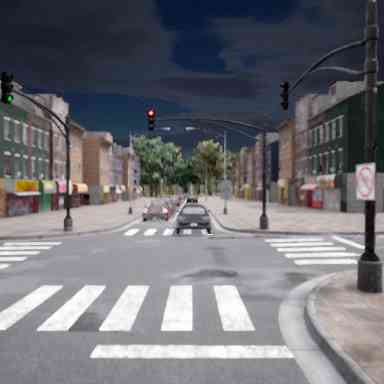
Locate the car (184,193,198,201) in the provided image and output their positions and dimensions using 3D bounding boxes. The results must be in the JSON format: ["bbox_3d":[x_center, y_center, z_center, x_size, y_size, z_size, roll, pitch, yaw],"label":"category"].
[{"bbox_3d":[0.046,1.293,56.373,1.882,1.535,5.008,0,0,0],"label":"car"}]

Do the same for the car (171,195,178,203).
[{"bbox_3d":[-2.650,1.325,31.044,1.967,1.590,4.097,-1,0,0],"label":"car"}]

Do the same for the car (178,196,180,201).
[{"bbox_3d":[-2.649,1.435,36.479,1.947,1.339,4.313,-1,0,0],"label":"car"}]

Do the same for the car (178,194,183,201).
[{"bbox_3d":[-2.651,1.383,47.348,1.887,1.381,4.507,-1,0,0],"label":"car"}]

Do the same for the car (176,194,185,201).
[{"bbox_3d":[-2.654,1.311,79.957,2.008,1.369,4.403,-1,0,0],"label":"car"}]

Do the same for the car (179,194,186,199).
[{"bbox_3d":[-2.655,1.321,90.827,1.802,1.307,4.206,-1,0,0],"label":"car"}]

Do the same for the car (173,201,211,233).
[{"bbox_3d":[0.084,1.451,18.807,1.812,1.442,4.674,0,0,0],"label":"car"}]

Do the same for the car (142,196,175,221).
[{"bbox_3d":[-2.649,1.343,25.610,1.967,1.590,4.097,-1,0,0],"label":"car"}]

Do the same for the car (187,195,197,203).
[{"bbox_3d":[-0.006,1.338,66.197,2.033,1.411,5.357,0,0,0],"label":"car"}]
